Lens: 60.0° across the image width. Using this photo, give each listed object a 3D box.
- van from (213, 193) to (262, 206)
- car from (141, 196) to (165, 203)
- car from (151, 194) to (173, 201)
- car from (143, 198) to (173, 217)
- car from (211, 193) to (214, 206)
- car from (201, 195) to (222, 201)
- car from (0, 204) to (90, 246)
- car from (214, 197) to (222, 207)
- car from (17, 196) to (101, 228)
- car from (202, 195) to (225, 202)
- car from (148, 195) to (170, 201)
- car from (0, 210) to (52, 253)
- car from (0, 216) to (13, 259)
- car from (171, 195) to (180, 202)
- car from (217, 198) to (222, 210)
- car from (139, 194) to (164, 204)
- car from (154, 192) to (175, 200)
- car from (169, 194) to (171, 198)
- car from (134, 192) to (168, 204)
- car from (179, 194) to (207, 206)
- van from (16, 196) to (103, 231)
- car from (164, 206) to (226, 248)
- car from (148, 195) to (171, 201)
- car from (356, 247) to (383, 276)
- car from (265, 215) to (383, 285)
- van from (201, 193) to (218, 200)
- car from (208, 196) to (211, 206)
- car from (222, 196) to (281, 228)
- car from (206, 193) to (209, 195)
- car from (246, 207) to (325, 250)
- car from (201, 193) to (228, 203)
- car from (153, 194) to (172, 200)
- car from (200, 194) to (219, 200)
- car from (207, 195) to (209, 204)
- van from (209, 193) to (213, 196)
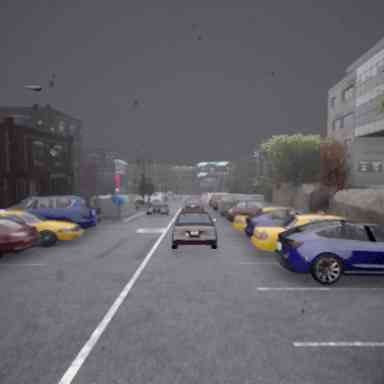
[{"bbox_3d":[4.531,1.232,31.289,4.442,1.987,1.878,0,0,0],"label":"van"},{"bbox_3d":[-7.683,1.473,66.026,4.674,1.452,2.002,0,0,0],"label":"car"},{"bbox_3d":[-7.502,1.417,83.781,5.366,1.575,1.946,0,0,0],"label":"car"},{"bbox_3d":[-3.100,1.542,31.249,1.994,1.385,4.181,0,0,0],"label":"car"},{"bbox_3d":[4.677,1.328,36.878,4.553,1.767,2.185,0,0,0],"label":"car"},{"bbox_3d":[4.637,1.424,78.906,4.892,1.521,2.231,0,0,0],"label":"car"},{"bbox_3d":[-7.496,1.467,14.378,5.366,1.575,1.946,0,0,0],"label":"car"},{"bbox_3d":[4.654,1.460,28.496,4.892,1.521,2.231,0,0,0],"label":"car"},{"bbox_3d":[-7.710,1.217,17.043,5.566,2.045,2.435,0,0,0],"label":"car"},{"bbox_3d":[4.638,1.427,73.195,5.008,1.535,2.097,0,0,0],"label":"car"},{"bbox_3d":[-7.692,1.426,77.779,4.892,1.521,2.231,0,0,0],"label":"car"},{"bbox_3d":[-7.678,1.512,11.461,4.674,1.452,2.002,0,0,0],"label":"car"},{"bbox_3d":[-7.678,1.514,8.794,4.674,1.452,2.002,0,0,0],"label":"car"},{"bbox_3d":[-3.006,1.440,72.334,1.837,1.490,4.892,0,0,0],"label":"car"},{"bbox_3d":[4.642,1.462,25.702,4.892,1.521,2.231,0,0,0],"label":"car"},{"bbox_3d":[-7.654,1.309,63.088,4.553,1.767,2.185,0,0,0],"label":"car"},{"bbox_3d":[-7.659,1.088,92.494,5.566,2.045,2.435,0,1,0],"label":"car"},{"bbox_3d":[-7.717,1.301,74.966,4.553,1.767,2.185,0,0,0],"label":"car"},{"bbox_3d":[-7.713,1.186,60.275,5.566,2.045,2.435,0,0,0],"label":"car"},{"bbox_3d":[0.093,1.329,32.930,2.097,1.767,4.553,0,0,0],"label":"car"},{"bbox_3d":[-7.798,1.240,19.834,4.442,1.987,1.878,0,0,0],"label":"van"},{"bbox_3d":[0.095,1.537,14.575,2.033,1.411,5.357,0,0,0],"label":"car"},{"bbox_3d":[-7.872,1.419,80.842,5.366,1.575,1.946,0,0,0],"label":"car"},{"bbox_3d":[4.621,1.507,3.353,4.792,1.488,2.163,0,0,0],"label":"car"},{"bbox_3d":[4.679,1.503,8.940,4.792,1.488,2.163,0,0,0],"label":"car"},{"bbox_3d":[4.526,1.186,87.159,4.442,1.987,1.878,0,1,0],"label":"van"},{"bbox_3d":[4.644,1.491,39.670,4.674,1.452,2.002,0,0,0],"label":"car"},{"bbox_3d":[4.616,1.338,22.910,4.553,1.767,2.185,0,0,0],"label":"car"},{"bbox_3d":[4.615,1.320,48.051,4.553,1.767,2.185,0,0,0],"label":"car"},{"bbox_3d":[4.835,1.468,11.734,5.366,1.575,1.946,0,0,0],"label":"car"},{"bbox_3d":[4.616,1.178,70.400,5.566,2.045,2.435,0,0,0],"label":"car"},{"bbox_3d":[-7.656,1.288,86.723,4.553,1.767,2.185,0,0,0],"label":"car"},{"bbox_3d":[4.636,1.384,89.969,4.892,1.521,2.231,0,1,0],"label":"car"},{"bbox_3d":[4.674,1.477,45.260,4.792,1.488,2.163,0,0,0],"label":"car"},{"bbox_3d":[4.763,1.224,42.464,4.442,1.987,1.878,0,0,0],"label":"van"}]
